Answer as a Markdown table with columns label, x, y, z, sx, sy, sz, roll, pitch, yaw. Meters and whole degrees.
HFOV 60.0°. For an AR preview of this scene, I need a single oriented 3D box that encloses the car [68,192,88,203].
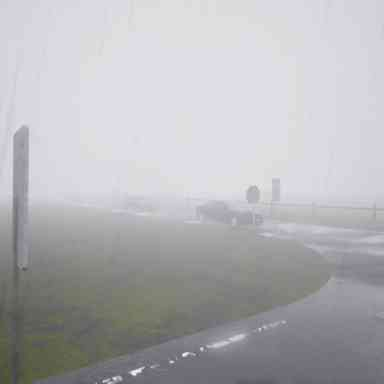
| label | x | y | z | sx | sy | sz | roll | pitch | yaw |
| --- | --- | --- | --- | --- | --- | --- | --- | --- | --- |
| car | -15.757 | 0.765 | 45.801 | 1.812 | 1.442 | 4.674 | 1 | 0 | -35 |

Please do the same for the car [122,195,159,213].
| label | x | y | z | sx | sy | sz | roll | pitch | yaw |
| --- | --- | --- | --- | --- | --- | --- | --- | --- | --- |
| car | -4.737 | 1.062 | 30.235 | 1.837 | 1.490 | 4.892 | 1 | 1 | -35 |

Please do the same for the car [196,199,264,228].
| label | x | y | z | sx | sy | sz | roll | pitch | yaw |
| --- | --- | --- | --- | --- | --- | --- | --- | --- | --- |
| car | 2.216 | 1.232 | 20.404 | 1.882 | 1.535 | 5.008 | 1 | 1 | -34 |
